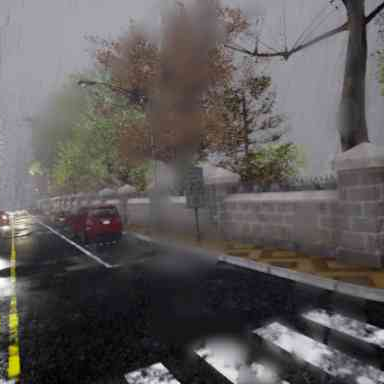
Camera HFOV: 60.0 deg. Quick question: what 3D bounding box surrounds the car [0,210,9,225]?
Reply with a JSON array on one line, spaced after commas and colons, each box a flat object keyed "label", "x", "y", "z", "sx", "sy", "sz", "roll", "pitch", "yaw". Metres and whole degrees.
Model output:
[{"label": "car", "x": -22.031, "y": 2.898, "z": 37.831, "sx": 2.097, "sy": 1.767, "sz": 4.553, "roll": -5, "pitch": 1, "yaw": -28}]

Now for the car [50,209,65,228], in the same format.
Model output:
[{"label": "car", "x": -10.630, "y": 2.273, "z": 28.228, "sx": 1.802, "sy": 1.307, "sz": 4.206, "roll": -5, "pitch": 0, "yaw": -28}]

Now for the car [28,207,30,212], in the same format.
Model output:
[{"label": "car", "x": -29.323, "y": 3.528, "z": 62.874, "sx": 2.008, "sy": 1.369, "sz": 4.403, "roll": -5, "pitch": 0, "yaw": -28}]

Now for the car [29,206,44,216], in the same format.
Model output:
[{"label": "car", "x": -26.655, "y": 3.337, "z": 57.916, "sx": 1.887, "sy": 1.381, "sz": 4.507, "roll": -5, "pitch": 0, "yaw": -28}]

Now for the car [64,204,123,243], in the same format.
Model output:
[{"label": "car", "x": -5.311, "y": 1.642, "z": 18.330, "sx": 2.192, "sy": 1.841, "sz": 5.009, "roll": -5, "pitch": 0, "yaw": -28}]

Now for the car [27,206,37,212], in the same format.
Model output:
[{"label": "car", "x": -39.874, "y": 4.250, "z": 82.804, "sx": 1.887, "sy": 1.381, "sz": 4.507, "roll": -5, "pitch": 0, "yaw": -28}]

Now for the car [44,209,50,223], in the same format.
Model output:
[{"label": "car", "x": -13.385, "y": 2.405, "z": 33.325, "sx": 1.752, "sy": 1.417, "sz": 4.829, "roll": -5, "pitch": 0, "yaw": -28}]

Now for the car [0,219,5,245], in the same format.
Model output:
[{"label": "car", "x": -10.982, "y": 2.393, "z": 17.211, "sx": 1.895, "sy": 1.301, "sz": 4.718, "roll": -5, "pitch": 0, "yaw": -28}]
